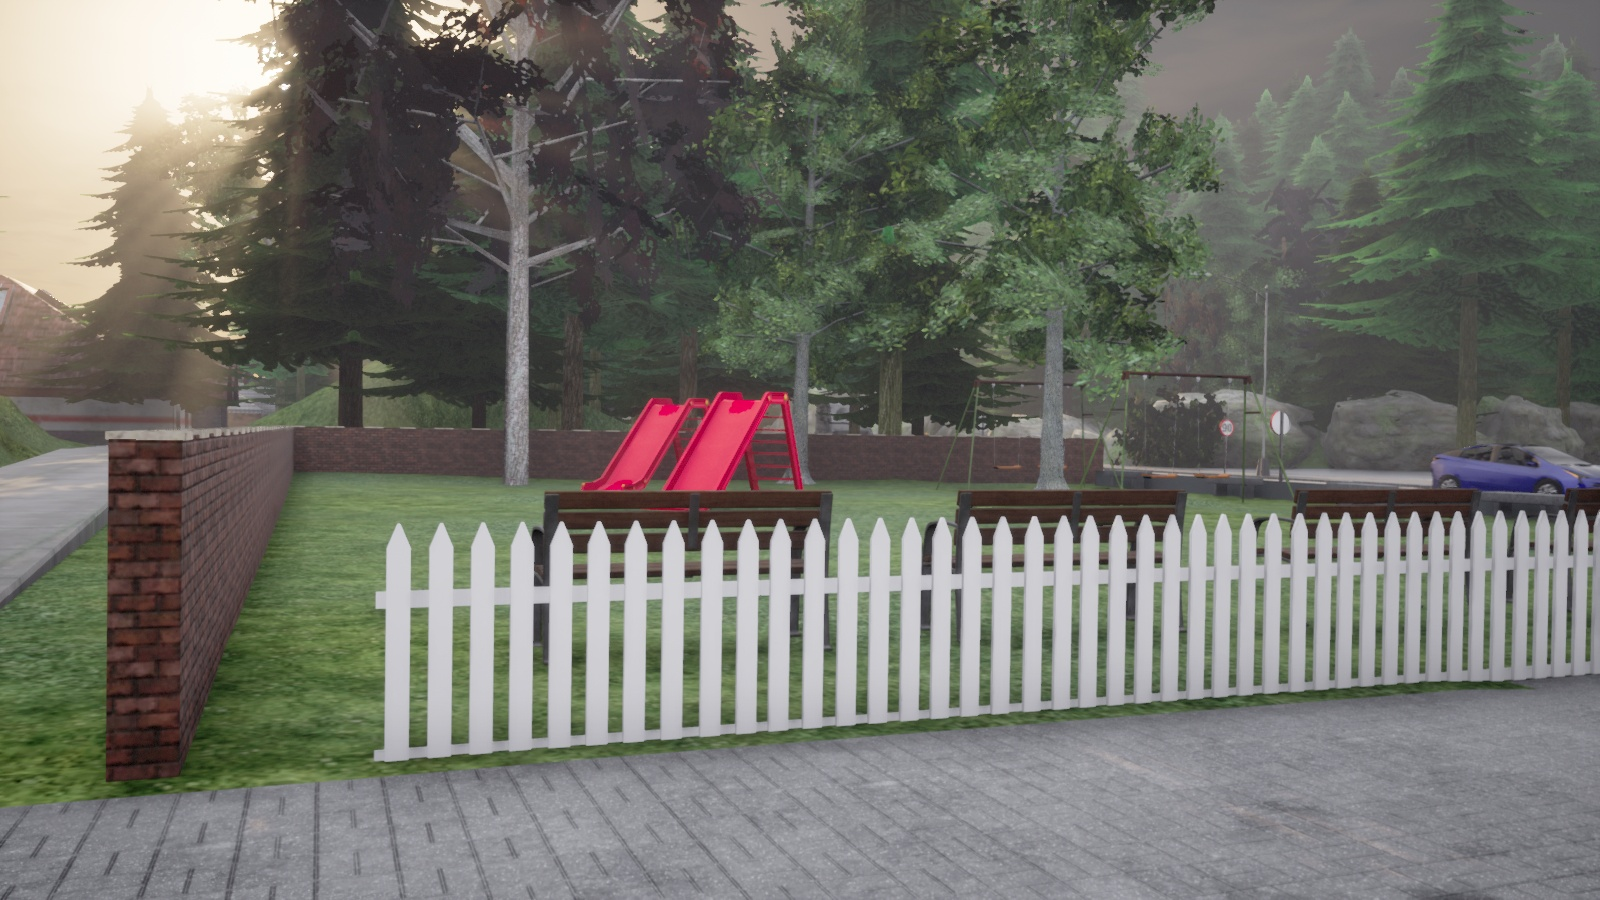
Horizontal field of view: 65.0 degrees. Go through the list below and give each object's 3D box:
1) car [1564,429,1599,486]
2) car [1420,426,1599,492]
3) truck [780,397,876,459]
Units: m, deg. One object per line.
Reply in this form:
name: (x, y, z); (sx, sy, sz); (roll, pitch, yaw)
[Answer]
car: (22.257, 0.195, 31.662); (2.163, 1.488, 4.792); (-1, 1, -21)
car: (18.094, 0.174, 31.344); (2.007, 1.525, 4.514); (-1, 1, -21)
truck: (1.534, -1.282, 74.734); (2.891, 3.462, 7.936); (-1, 1, -21)
